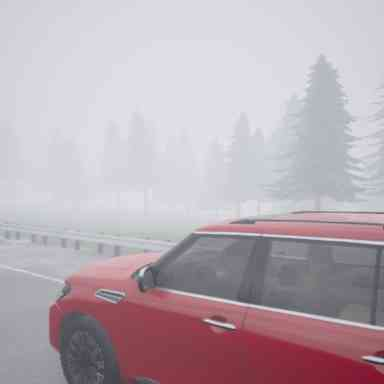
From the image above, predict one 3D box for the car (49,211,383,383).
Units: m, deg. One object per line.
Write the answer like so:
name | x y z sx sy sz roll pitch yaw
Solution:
car | 0.899 1.222 3.352 5.566 2.045 2.150 0 0 36
